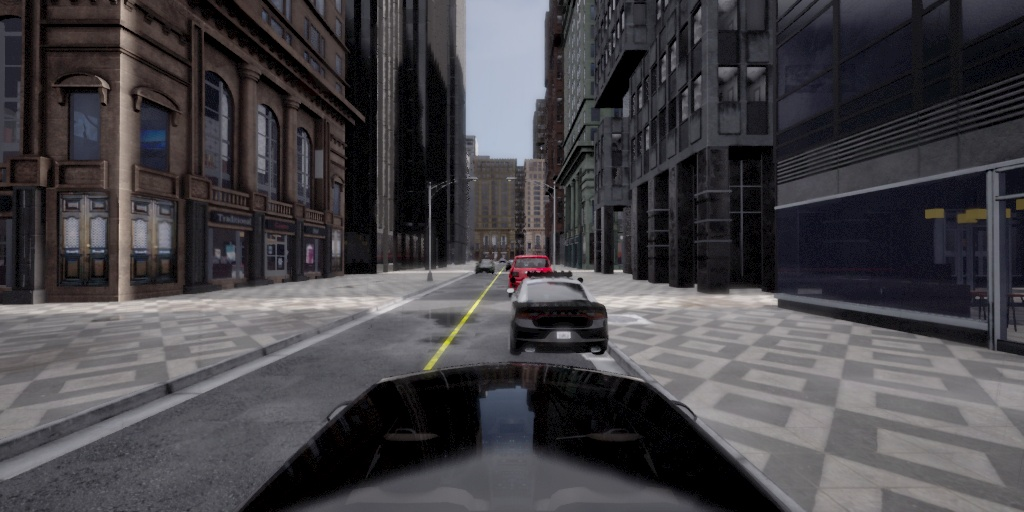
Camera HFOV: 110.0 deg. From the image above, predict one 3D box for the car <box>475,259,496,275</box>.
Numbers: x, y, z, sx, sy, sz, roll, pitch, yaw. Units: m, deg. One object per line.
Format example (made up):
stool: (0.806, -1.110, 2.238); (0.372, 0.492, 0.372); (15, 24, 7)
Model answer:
car: (-2.956, 1.147, 40.205); (2.097, 1.767, 4.553); (0, 0, 0)

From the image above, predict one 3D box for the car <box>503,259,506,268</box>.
car: (0.103, 1.414, 48.548); (1.895, 1.301, 4.718); (0, 0, 1)

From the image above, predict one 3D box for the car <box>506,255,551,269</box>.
car: (0.919, 0.985, 18.765); (2.150, 2.045, 5.566); (0, 0, 0)

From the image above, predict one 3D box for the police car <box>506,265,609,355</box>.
police car: (0.906, 1.179, 8.844); (1.930, 1.638, 5.238); (0, 0, 0)
